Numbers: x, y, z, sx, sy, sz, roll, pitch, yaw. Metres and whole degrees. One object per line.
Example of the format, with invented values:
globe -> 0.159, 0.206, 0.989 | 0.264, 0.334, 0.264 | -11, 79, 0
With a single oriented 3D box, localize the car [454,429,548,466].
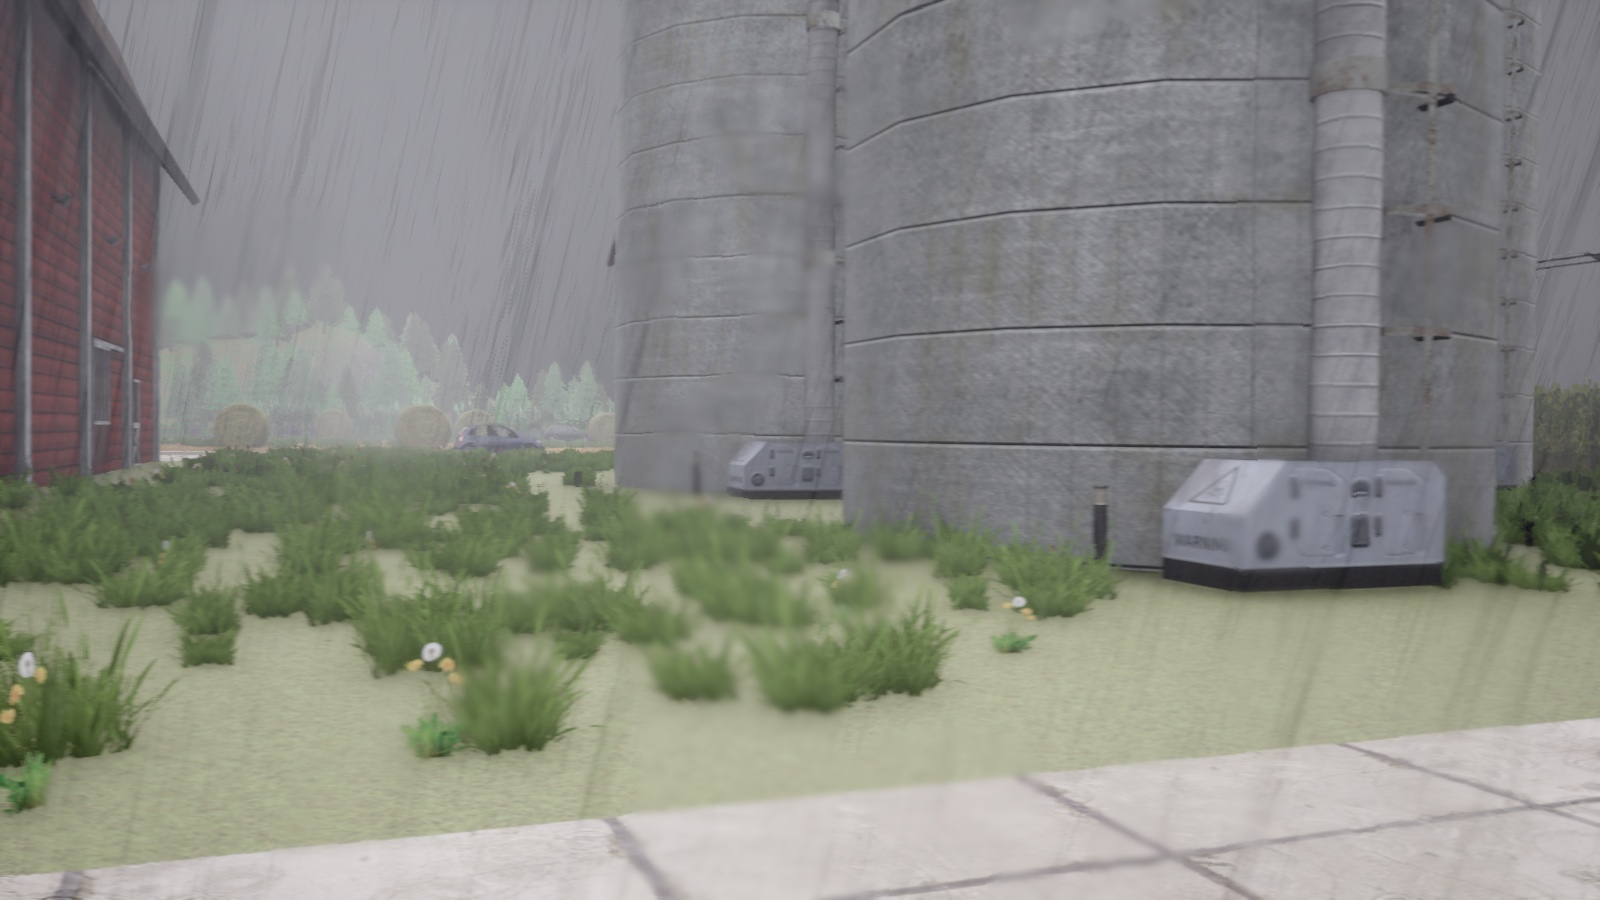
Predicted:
car -> -13.776, -0.122, 57.814 | 3.988, 1.617, 1.851 | -1, 1, -21
